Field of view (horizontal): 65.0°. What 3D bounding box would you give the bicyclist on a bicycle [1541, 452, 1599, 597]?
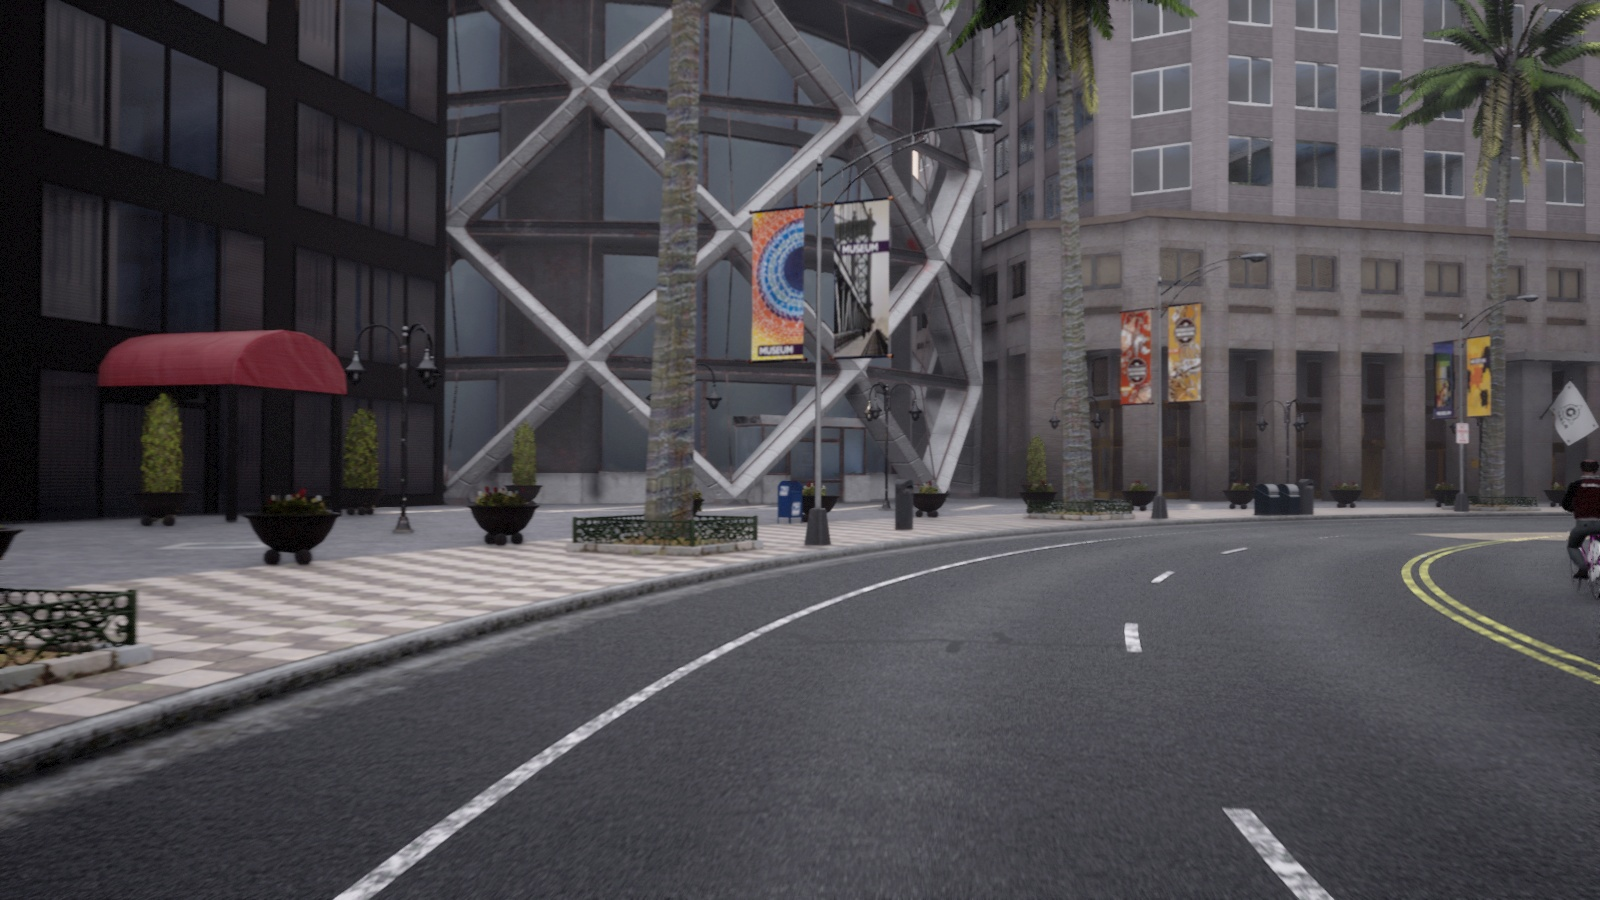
[{"bbox_3d":[10.196,0.928,16.339,0.659,1.776,1.843,0,-1,21],"label":"bicyclist on a bicycle"}]
